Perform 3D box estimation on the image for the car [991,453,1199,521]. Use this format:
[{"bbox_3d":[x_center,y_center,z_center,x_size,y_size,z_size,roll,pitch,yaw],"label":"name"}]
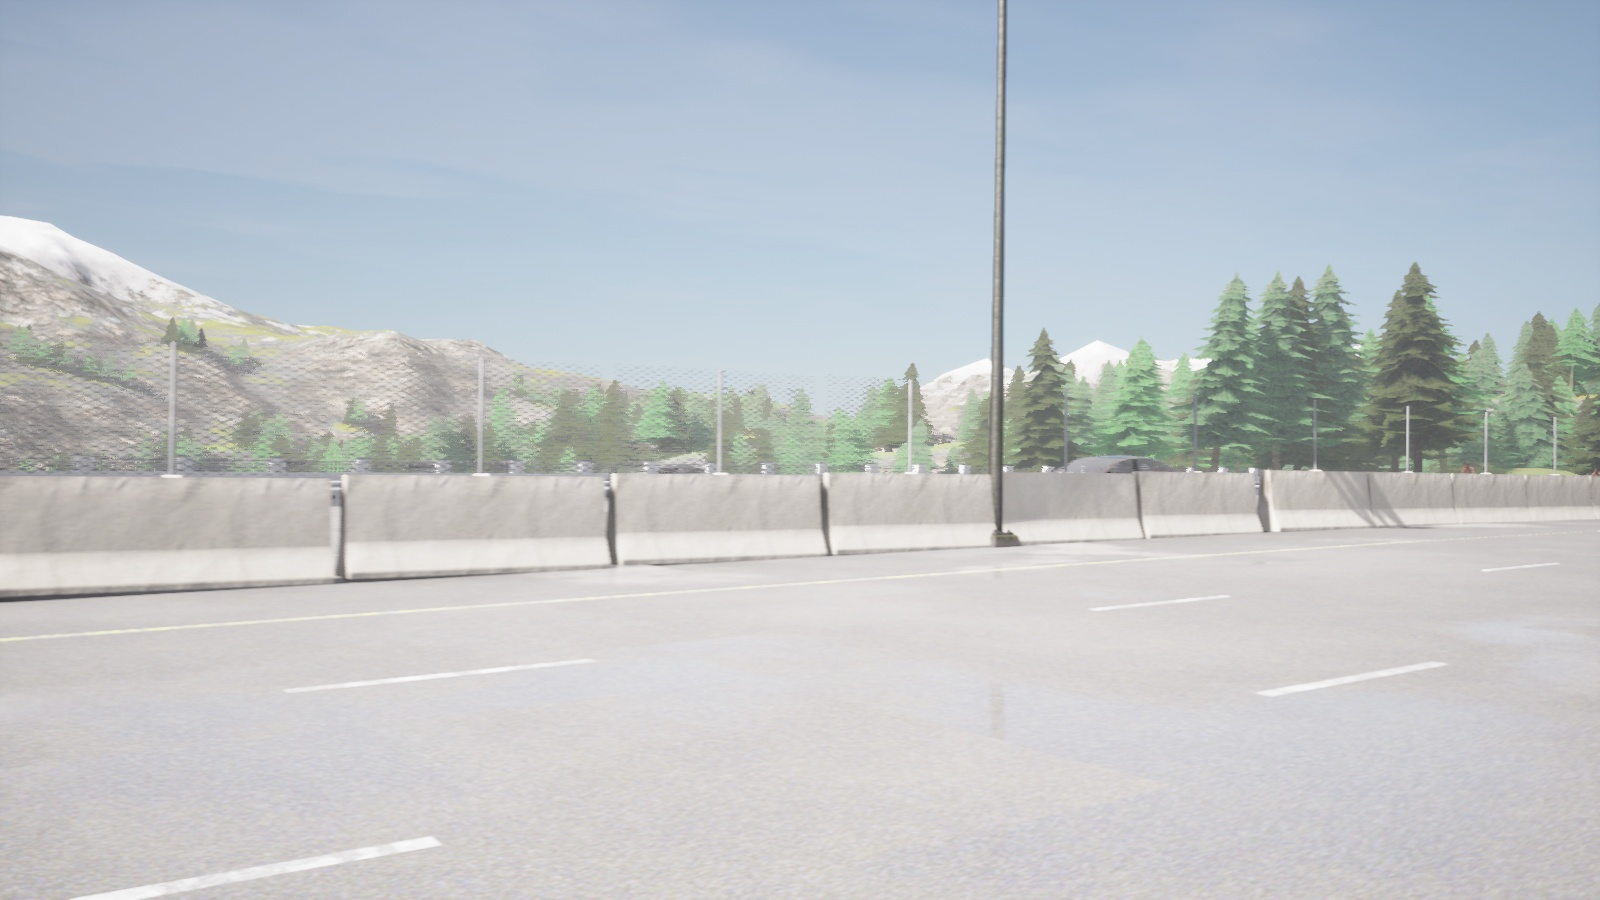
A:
[{"bbox_3d":[7.064,0.834,29.897,4.792,1.488,2.163,0,0,-35],"label":"car"}]
